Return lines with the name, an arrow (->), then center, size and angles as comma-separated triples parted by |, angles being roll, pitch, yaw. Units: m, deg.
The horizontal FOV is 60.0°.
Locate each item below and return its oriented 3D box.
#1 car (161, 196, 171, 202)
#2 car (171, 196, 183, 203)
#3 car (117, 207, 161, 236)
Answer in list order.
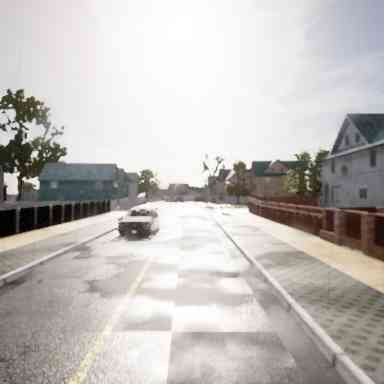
car -> -7.441, 1.814, 91.704 | 1.837, 1.490, 4.892 | 0, -1, -10
car -> -3.545, 1.940, 85.569 | 2.097, 1.767, 4.553 | 0, -1, -10
car -> -2.870, 1.605, 19.151 | 2.033, 1.411, 5.357 | 0, 0, 0
